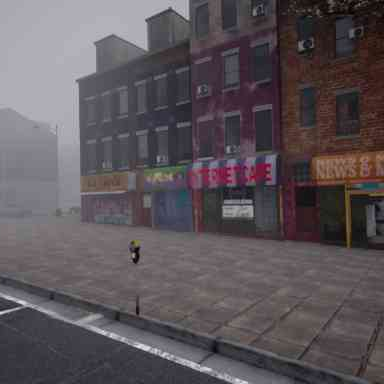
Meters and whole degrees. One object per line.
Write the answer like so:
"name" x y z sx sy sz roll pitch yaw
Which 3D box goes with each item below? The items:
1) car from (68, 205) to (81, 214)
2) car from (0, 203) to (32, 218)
"car" -10.771 1.609 36.539 2.033 1.411 5.357 -2 -1 35
"car" -16.226 1.631 28.949 1.994 1.385 4.181 -2 -1 36
